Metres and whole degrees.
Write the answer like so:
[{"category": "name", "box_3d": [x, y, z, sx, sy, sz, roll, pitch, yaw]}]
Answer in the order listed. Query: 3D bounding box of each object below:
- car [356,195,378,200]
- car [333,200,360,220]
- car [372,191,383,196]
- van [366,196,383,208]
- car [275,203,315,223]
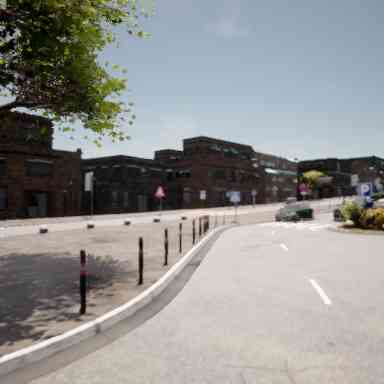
[{"category": "car", "box_3d": [22.646, 1.569, 44.364, 5.008, 1.535, 1.882, -2, 0, -44]}, {"category": "car", "box_3d": [15.531, 1.875, 32.580, 4.892, 1.490, 1.837, -3, 1, -44]}, {"category": "car", "box_3d": [39.296, 0.704, 67.330, 2.435, 2.045, 5.566, -2, 0, -45]}, {"category": "van", "box_3d": [17.377, 1.575, 27.543, 1.878, 1.987, 4.442, -2, 0, -44]}, {"category": "car", "box_3d": [9.850, 1.903, 31.791, 4.553, 1.767, 2.097, -2, 0, -45]}]
